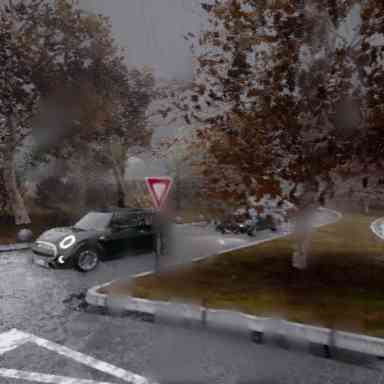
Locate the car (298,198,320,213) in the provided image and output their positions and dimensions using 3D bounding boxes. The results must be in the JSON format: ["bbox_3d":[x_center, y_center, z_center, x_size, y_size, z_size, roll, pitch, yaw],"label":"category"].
[{"bbox_3d":[13.742,1.522,39.232,1.882,1.535,5.008,0,0,12],"label":"car"}]

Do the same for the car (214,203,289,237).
[{"bbox_3d":[3.298,1.534,18.466,2.033,1.411,5.357,0,0,36],"label":"car"}]

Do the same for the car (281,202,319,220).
[{"bbox_3d":[8.673,1.639,26.660,1.895,1.301,4.718,0,0,29],"label":"car"}]

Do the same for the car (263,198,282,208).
[{"bbox_3d":[12.006,1.631,49.904,1.994,1.385,4.181,-1,0,1],"label":"car"}]

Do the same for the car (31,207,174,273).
[{"bbox_3d":[-2.735,1.343,10.930,2.097,1.767,4.553,0,0,41],"label":"car"}]

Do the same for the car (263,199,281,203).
[{"bbox_3d":[8.023,1.620,31.857,2.033,1.411,5.357,0,0,24],"label":"car"}]
